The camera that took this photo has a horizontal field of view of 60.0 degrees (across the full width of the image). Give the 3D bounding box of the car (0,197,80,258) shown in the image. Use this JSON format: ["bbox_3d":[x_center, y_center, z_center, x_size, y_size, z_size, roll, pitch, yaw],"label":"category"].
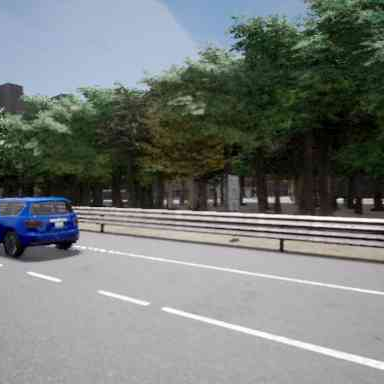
[{"bbox_3d":[-6.750,1.222,13.000,5.566,2.045,2.150,0,0,36],"label":"car"}]
